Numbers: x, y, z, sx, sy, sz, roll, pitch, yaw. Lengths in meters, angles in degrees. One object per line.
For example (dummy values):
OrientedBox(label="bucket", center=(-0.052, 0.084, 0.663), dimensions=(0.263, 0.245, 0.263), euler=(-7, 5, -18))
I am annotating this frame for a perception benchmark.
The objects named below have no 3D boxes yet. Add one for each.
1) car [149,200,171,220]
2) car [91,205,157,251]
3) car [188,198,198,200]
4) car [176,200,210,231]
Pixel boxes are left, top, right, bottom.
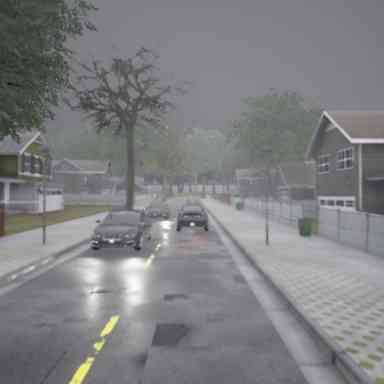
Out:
OrientedBox(label="car", center=(-2.801, 1.493, 27.959), dimensions=(1.837, 1.490, 4.892), euler=(0, 0, 1))
OrientedBox(label="car", center=(-2.805, 1.502, 14.118), dimensions=(1.837, 1.490, 4.892), euler=(0, -1, 0))
OrientedBox(label="car", center=(0.103, 1.516, 42.394), dimensions=(2.033, 1.411, 5.357), euler=(0, 0, 0))
OrientedBox(label="car", center=(0.050, 1.500, 20.644), dimensions=(1.837, 1.490, 4.892), euler=(0, 1, 1))
